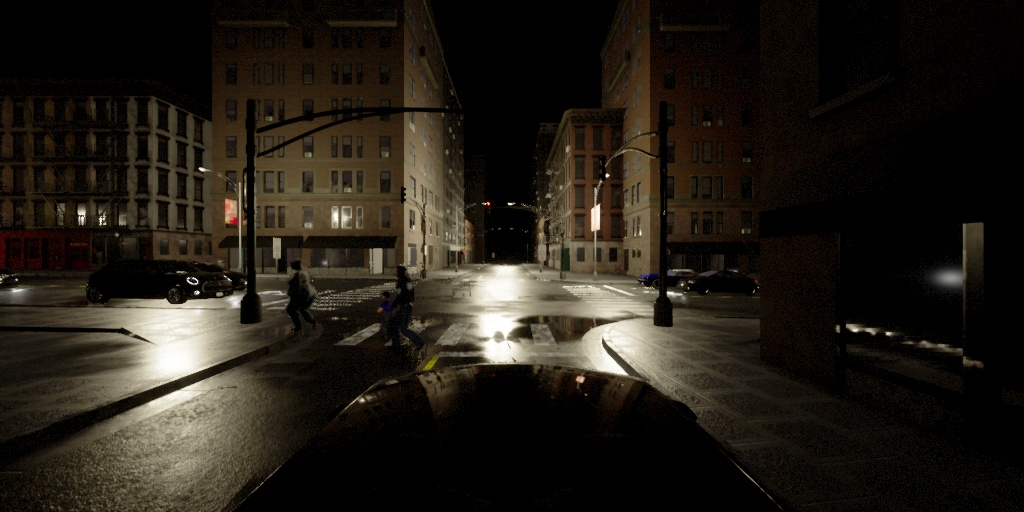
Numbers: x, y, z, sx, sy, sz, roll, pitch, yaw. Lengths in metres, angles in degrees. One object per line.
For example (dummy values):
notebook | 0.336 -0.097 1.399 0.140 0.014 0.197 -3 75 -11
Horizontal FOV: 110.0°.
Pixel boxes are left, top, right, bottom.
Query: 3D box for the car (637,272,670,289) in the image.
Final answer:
car | 11.032 1.553 24.233 4.718 1.301 1.895 1 0 0

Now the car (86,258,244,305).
car | -13.874 0.907 14.342 4.553 1.767 2.097 1 0 1

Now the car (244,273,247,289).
car | -15.488 1.033 17.635 4.892 1.490 1.837 1 0 0

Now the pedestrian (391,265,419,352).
pedestrian | -2.223 1.044 7.481 0.375 1.860 0.375 0 0 0

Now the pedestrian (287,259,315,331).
pedestrian | -5.130 0.894 8.684 0.375 1.860 0.375 0 0 0

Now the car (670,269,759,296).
car | 11.952 1.531 20.980 4.181 1.385 1.994 1 0 0

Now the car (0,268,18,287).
car | -27.624 0.839 17.685 4.892 1.490 1.837 2 0 0

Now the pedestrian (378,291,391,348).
pedestrian | -2.763 1.321 8.082 0.375 1.300 0.375 0 0 0
